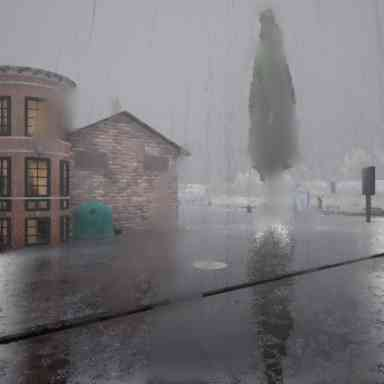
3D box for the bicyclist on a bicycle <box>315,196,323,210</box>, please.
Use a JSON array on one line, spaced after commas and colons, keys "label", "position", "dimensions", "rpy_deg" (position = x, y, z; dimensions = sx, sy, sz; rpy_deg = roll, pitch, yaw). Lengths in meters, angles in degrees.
[{"label": "bicyclist on a bicycle", "position": [15.376, 1.349, 40.196], "dimensions": [1.656, 1.620, 0.582], "rpy_deg": [0, 0, -36]}]
